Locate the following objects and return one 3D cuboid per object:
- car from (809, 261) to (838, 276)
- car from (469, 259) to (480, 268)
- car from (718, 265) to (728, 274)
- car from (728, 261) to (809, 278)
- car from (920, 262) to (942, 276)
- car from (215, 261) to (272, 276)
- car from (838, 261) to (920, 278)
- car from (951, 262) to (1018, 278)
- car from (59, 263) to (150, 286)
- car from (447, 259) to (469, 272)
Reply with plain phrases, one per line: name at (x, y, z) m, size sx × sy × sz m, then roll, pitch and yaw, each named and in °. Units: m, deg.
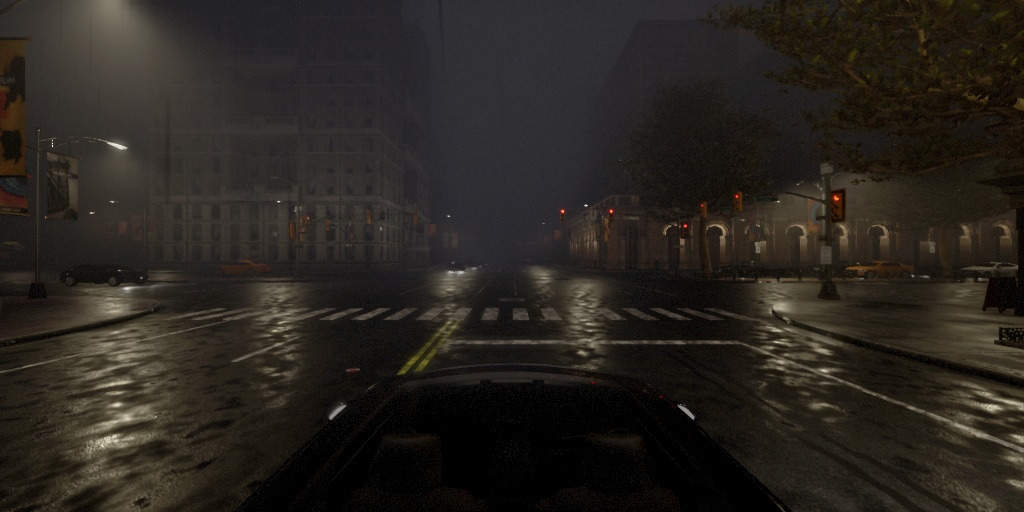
car at (32.886, 1.241, 35.861) m, size 4.902 × 1.511 × 2.128 m, roll 0°, pitch 0°, yaw 0°
car at (-7.165, 1.254, 61.918) m, size 1.837 × 1.490 × 4.892 m, roll 0°, pitch 0°, yaw 0°
car at (23.288, 1.241, 35.900) m, size 4.902 × 1.511 × 2.128 m, roll 0°, pitch 0°, yaw 0°
car at (23.088, 1.297, 32.400) m, size 5.357 × 1.411 × 2.033 m, roll 0°, pitch 0°, yaw 0°
car at (42.935, 1.314, 35.805) m, size 4.181 × 1.385 × 1.994 m, roll 0°, pitch 0°, yaw 0°
car at (-27.013, 1.227, 36.078) m, size 5.008 × 1.535 × 1.882 m, roll 0°, pitch 0°, yaw 0°
car at (33.053, 1.228, 32.357) m, size 5.008 × 1.535 × 1.882 m, roll 0°, pitch 0°, yaw 0°
car at (43.279, 1.276, 32.304) m, size 4.674 × 1.442 × 1.812 m, roll 0°, pitch 0°, yaw 1°
car at (-27.647, 1.255, 24.418) m, size 4.892 × 1.490 × 1.837 m, roll 0°, pitch 0°, yaw 0°
car at (-7.166, 1.315, 46.557) m, size 1.994 × 1.385 × 4.181 m, roll 0°, pitch 0°, yaw 0°
